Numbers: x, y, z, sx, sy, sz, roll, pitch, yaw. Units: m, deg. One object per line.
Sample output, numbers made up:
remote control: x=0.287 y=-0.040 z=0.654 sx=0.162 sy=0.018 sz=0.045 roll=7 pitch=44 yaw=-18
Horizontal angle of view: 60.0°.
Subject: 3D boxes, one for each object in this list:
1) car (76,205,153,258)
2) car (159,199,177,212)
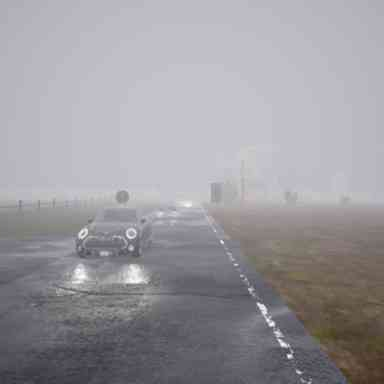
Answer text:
car: x=-2.766 y=1.348 z=12.735 sx=2.097 sy=1.767 sz=4.553 roll=0 pitch=0 yaw=0
car: x=-2.806 y=1.542 z=38.881 sx=1.812 sy=1.442 sz=4.674 roll=0 pitch=0 yaw=0
